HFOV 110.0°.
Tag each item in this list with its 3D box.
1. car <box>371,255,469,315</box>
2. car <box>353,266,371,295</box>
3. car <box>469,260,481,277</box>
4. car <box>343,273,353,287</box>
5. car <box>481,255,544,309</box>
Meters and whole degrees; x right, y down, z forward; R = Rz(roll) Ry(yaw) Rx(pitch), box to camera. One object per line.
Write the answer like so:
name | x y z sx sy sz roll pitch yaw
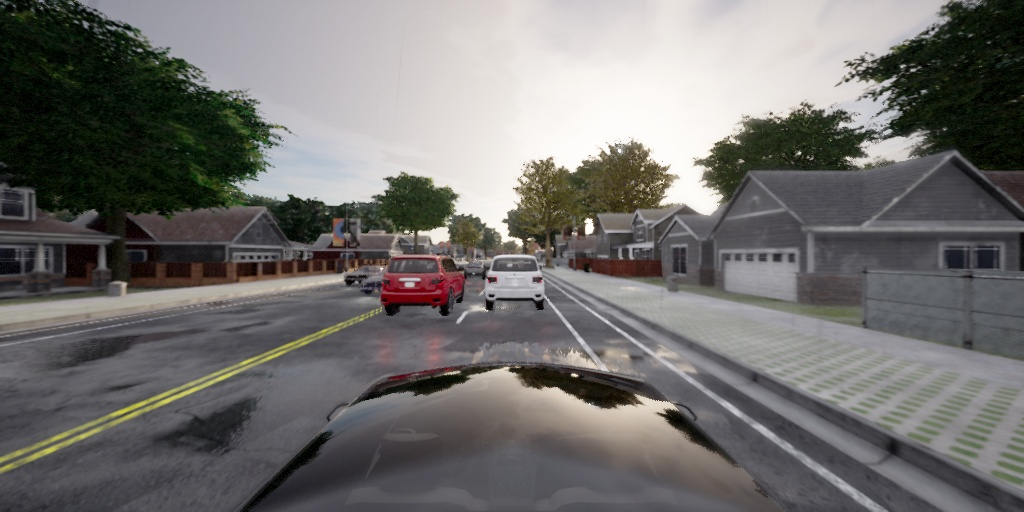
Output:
car | -3.149 0.973 13.720 2.150 2.045 5.566 0 0 0
car | -6.601 1.300 20.107 2.033 1.411 5.357 0 0 0
car | -3.149 1.248 32.054 2.128 1.511 4.902 0 0 0
car | -9.848 1.355 24.965 1.895 1.301 4.718 0 0 0
car | 0.100 0.973 14.945 2.150 2.045 5.566 0 0 0
